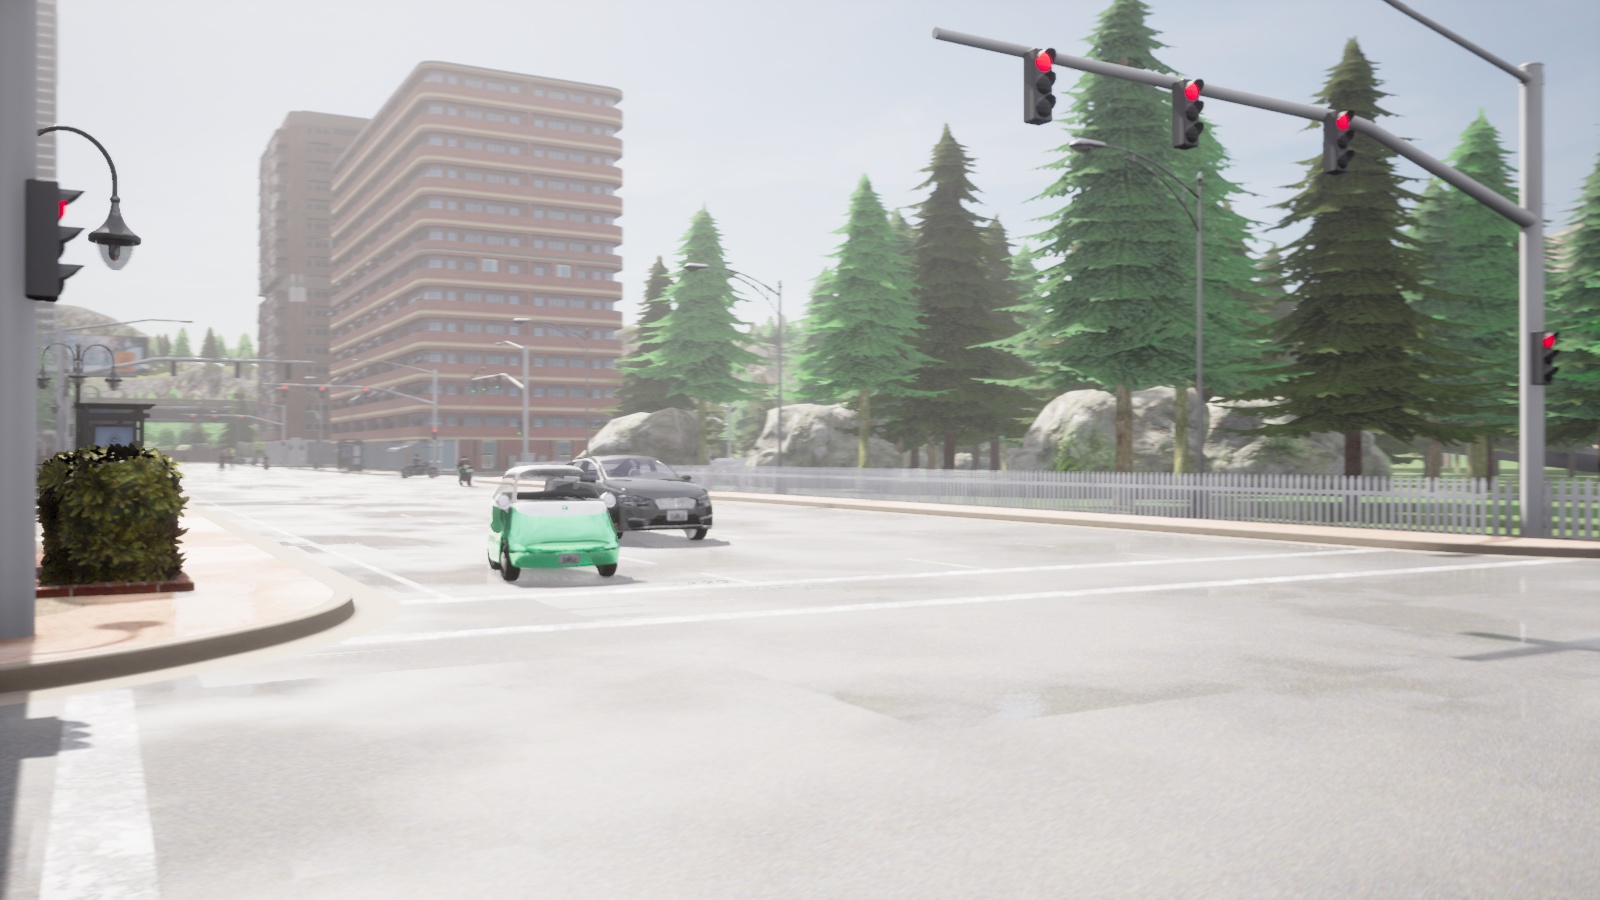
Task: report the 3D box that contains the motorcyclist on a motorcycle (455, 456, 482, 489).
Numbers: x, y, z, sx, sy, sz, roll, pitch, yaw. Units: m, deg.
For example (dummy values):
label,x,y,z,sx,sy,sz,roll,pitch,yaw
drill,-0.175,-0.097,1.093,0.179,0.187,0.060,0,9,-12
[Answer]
label,x,y,z,sx,sy,sz,roll,pitch,yaw
motorcyclist on a motorcycle,-15.846,1.053,59.998,0.797,1.523,2.044,0,0,-29

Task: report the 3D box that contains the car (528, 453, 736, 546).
label,x,y,z,sx,sy,sz,roll,pitch,yaw
car,-3.208,0.816,23.000,2.128,1.511,4.902,0,0,-29

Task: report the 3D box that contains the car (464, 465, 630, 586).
label,x,y,z,sx,sy,sz,roll,pitch,yaw
car,-3.220,0.883,15.767,1.481,1.376,2.207,0,-1,-27

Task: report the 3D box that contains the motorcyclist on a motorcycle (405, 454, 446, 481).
label,x,y,z,sx,sy,sz,roll,pitch,yaw
motorcyclist on a motorcycle,-23.485,1.105,78.829,2.350,1.649,0.766,0,0,-30
